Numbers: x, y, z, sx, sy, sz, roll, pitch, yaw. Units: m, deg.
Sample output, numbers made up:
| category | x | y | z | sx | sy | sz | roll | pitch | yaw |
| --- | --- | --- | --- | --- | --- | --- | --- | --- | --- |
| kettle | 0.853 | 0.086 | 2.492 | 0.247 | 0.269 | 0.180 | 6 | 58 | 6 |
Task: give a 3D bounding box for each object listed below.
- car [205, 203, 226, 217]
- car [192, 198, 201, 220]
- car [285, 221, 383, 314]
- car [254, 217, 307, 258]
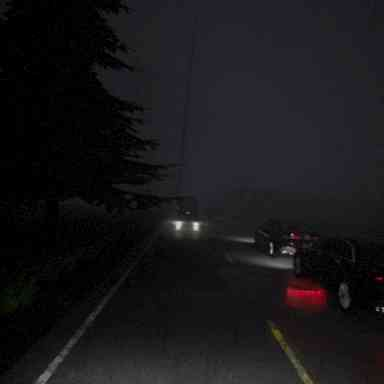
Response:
| category | x | y | z | sx | sy | sz | roll | pitch | yaw |
| --- | --- | --- | --- | --- | --- | --- | --- | --- | --- |
| car | 2.664 | 1.971 | 38.092 | 1.882 | 1.535 | 5.008 | 3 | 0 | -4 |
| car | -0.381 | 1.521 | 31.925 | 2.150 | 2.045 | 5.566 | 3 | -1 | -1 |
| car | 3.991 | 1.770 | 8.165 | 1.837 | 1.490 | 4.892 | 3 | -1 | -1 |
| car | 3.933 | 1.826 | 14.164 | 1.837 | 1.490 | 4.892 | 3 | -1 | -1 |
